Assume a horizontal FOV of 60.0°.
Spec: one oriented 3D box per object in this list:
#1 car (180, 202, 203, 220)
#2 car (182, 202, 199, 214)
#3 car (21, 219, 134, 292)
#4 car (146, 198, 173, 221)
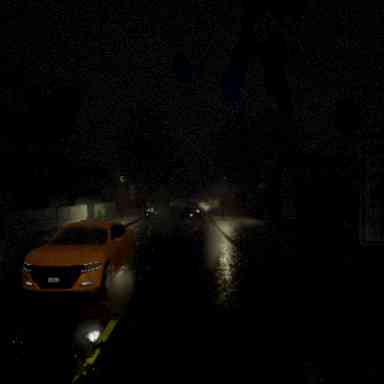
[{"bbox_3d":[-0.056,1.840,32.202,1.837,1.490,4.892,0,-1,0],"label":"car"},{"bbox_3d":[-0.122,1.988,42.783,2.033,1.411,5.357,0,-1,0],"label":"car"},{"bbox_3d":[-2.880,1.579,9.399,1.882,1.535,5.008,0,-1,0],"label":"car"},{"bbox_3d":[-2.977,1.548,31.326,2.150,2.045,5.566,0,-1,0],"label":"car"}]
